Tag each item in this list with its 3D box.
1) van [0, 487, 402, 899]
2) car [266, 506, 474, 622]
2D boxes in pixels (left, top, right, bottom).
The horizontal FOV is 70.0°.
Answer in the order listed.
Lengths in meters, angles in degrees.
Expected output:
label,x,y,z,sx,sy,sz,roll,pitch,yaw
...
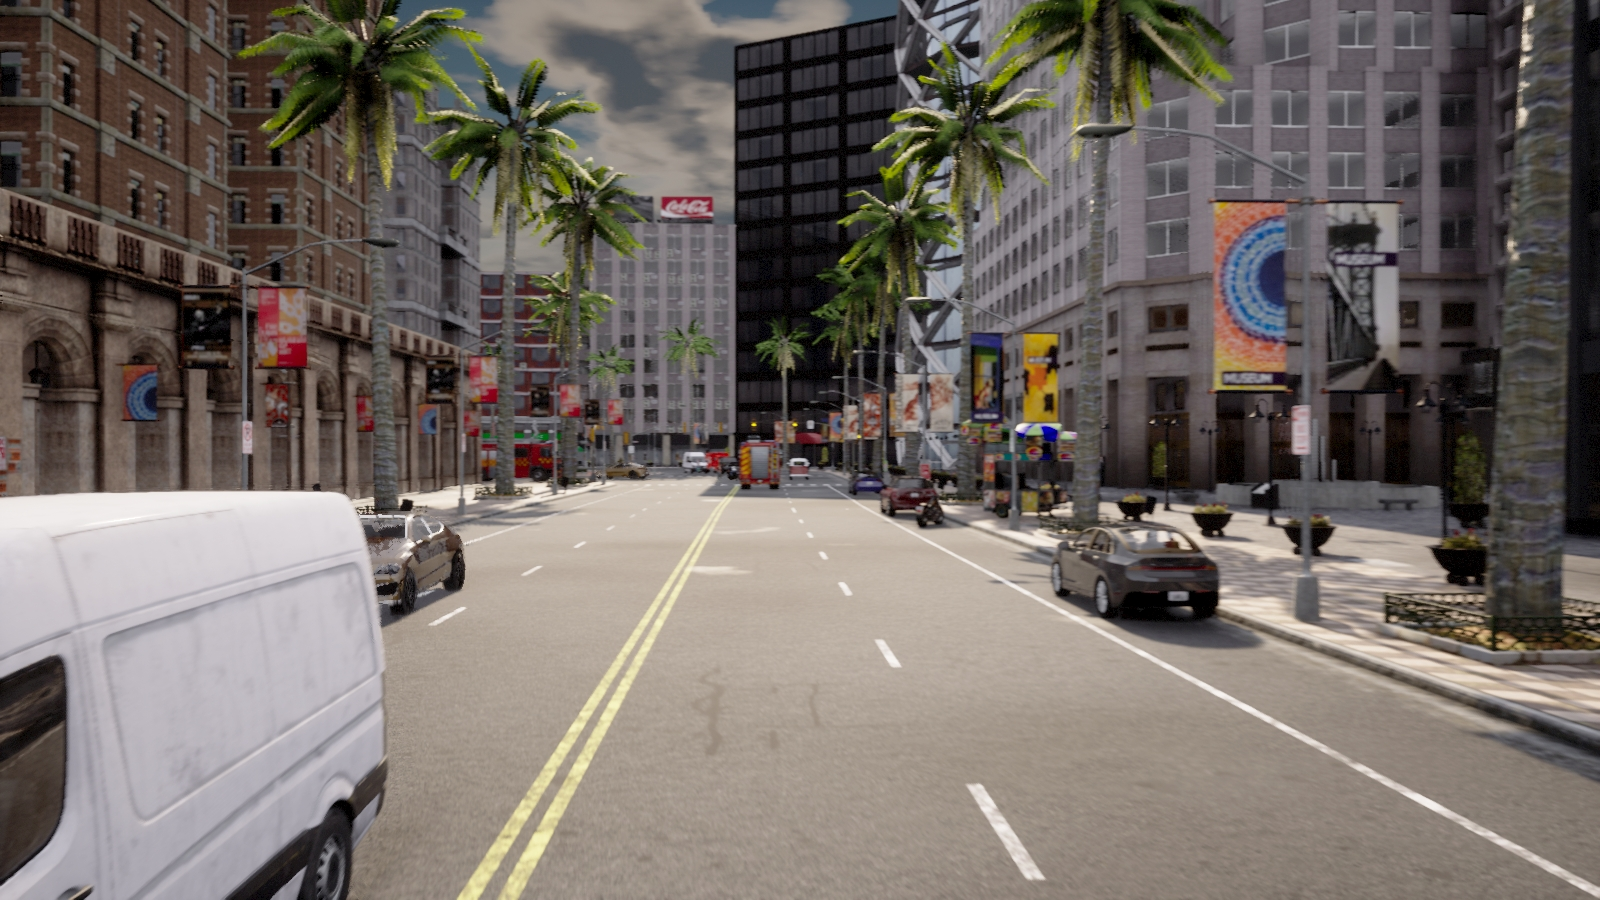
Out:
label,x,y,z,sx,sy,sz,roll,pitch,yaw
van,-3.617,1.536,4.864,1.988,2.561,5.915,0,0,-2
car,-7.770,1.996,21.256,2.152,1.651,5.027,0,0,-2
